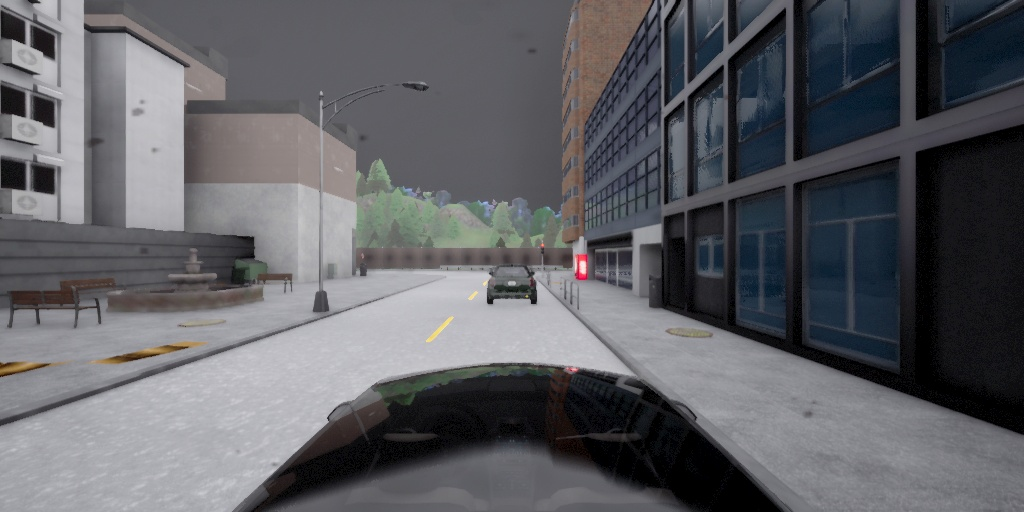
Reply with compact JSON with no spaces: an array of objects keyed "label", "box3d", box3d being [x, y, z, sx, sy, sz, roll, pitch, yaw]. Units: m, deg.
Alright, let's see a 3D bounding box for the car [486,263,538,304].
[{"label":"car","box3d":[0.000,1.115,16.470,2.097,1.767,4.553,0,0,0]}]
